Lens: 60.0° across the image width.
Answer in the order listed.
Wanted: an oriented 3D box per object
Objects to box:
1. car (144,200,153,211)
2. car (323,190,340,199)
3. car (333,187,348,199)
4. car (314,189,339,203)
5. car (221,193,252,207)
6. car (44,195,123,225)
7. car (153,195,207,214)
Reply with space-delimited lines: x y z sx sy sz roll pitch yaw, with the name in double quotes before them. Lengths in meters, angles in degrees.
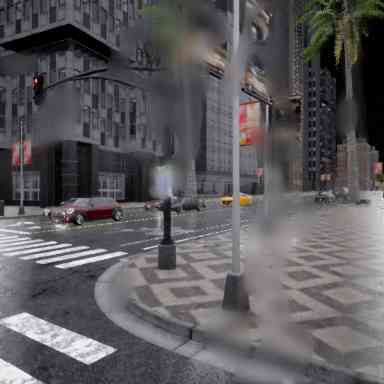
"car" -2.649 1.040 32.782 1.812 1.442 4.674 0 1 35
"car" 25.768 0.353 61.321 1.882 1.535 5.008 0 1 36
"car" 23.683 0.232 52.762 2.150 2.045 5.566 0 1 36
"car" 17.823 0.677 44.481 1.837 1.490 4.892 0 1 35
"car" 5.125 0.846 38.129 1.882 1.535 5.008 0 1 36
"car" -6.689 1.075 21.467 2.097 1.767 4.553 0 1 35
"car" -0.746 1.089 29.860 2.033 1.411 5.357 0 1 35
